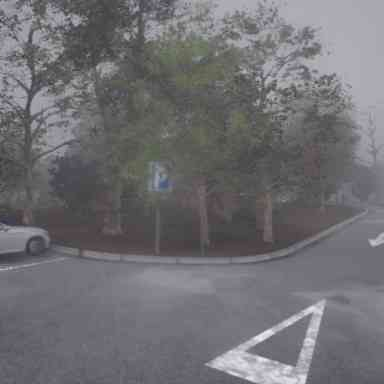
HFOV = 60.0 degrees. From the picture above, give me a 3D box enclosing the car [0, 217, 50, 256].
[{"bbox_3d":[-7.049,1.501,10.842,2.002,1.452,4.674,0,0,36],"label":"car"}]
